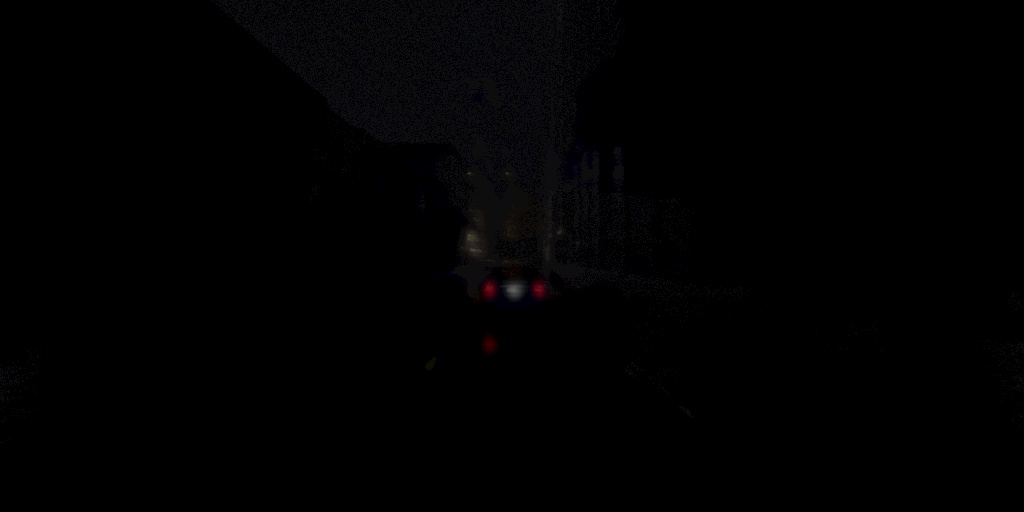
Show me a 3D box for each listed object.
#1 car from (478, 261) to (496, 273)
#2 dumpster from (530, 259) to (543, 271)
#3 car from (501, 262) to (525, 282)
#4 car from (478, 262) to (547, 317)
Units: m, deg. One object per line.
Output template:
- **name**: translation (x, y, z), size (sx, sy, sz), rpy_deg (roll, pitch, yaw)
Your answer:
- **car**: translation (-3.068, 1.394, 44.824), size (1.994, 1.385, 4.181), rpy_deg (0, 0, 0)
- **dumpster**: translation (3.152, 1.229, 46.858), size (1.020, 1.700, 1.940), rpy_deg (0, 0, 0)
- **car**: translation (0.100, 1.277, 30.535), size (1.882, 1.535, 5.008), rpy_deg (0, 0, 0)
- **car**: translation (0.087, 1.117, 13.379), size (2.097, 1.767, 4.553), rpy_deg (0, 0, 0)
